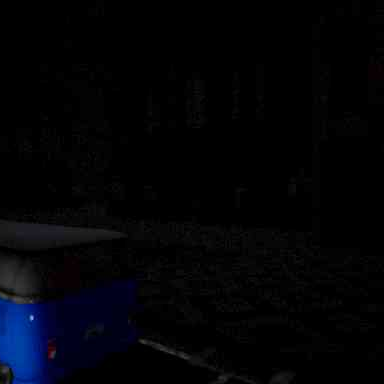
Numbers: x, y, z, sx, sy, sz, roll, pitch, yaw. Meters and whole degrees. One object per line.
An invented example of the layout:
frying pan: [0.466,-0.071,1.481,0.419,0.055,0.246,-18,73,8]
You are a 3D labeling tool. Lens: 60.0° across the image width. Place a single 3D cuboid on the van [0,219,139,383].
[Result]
van: [-2.611,1.343,4.843,3.998,1.788,1.690,0,0,35]
